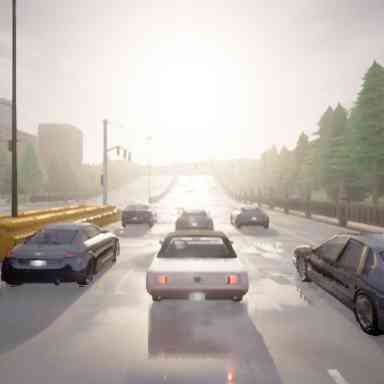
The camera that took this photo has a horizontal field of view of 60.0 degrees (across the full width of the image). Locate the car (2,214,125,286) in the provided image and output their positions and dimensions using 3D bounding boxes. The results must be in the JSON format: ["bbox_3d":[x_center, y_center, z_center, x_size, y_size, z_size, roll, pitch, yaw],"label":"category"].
[{"bbox_3d":[-3.389,1.542,9.375,1.994,1.385,4.181,0,0,0],"label":"car"}]

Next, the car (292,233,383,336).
[{"bbox_3d":[3.611,1.532,6.570,2.033,1.411,5.357,0,0,0],"label":"car"}]

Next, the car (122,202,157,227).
[{"bbox_3d":[-3.411,1.424,22.189,1.882,1.535,5.008,0,0,-1],"label":"car"}]

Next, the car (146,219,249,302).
[{"bbox_3d":[0.109,1.581,8.168,1.895,1.301,4.718,0,0,0],"label":"car"}]

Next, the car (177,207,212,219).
[{"bbox_3d":[0.124,1.521,18.018,1.994,1.385,4.181,0,0,0],"label":"car"}]

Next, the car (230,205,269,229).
[{"bbox_3d":[3.626,1.513,21.385,1.994,1.385,4.181,0,0,0],"label":"car"}]
